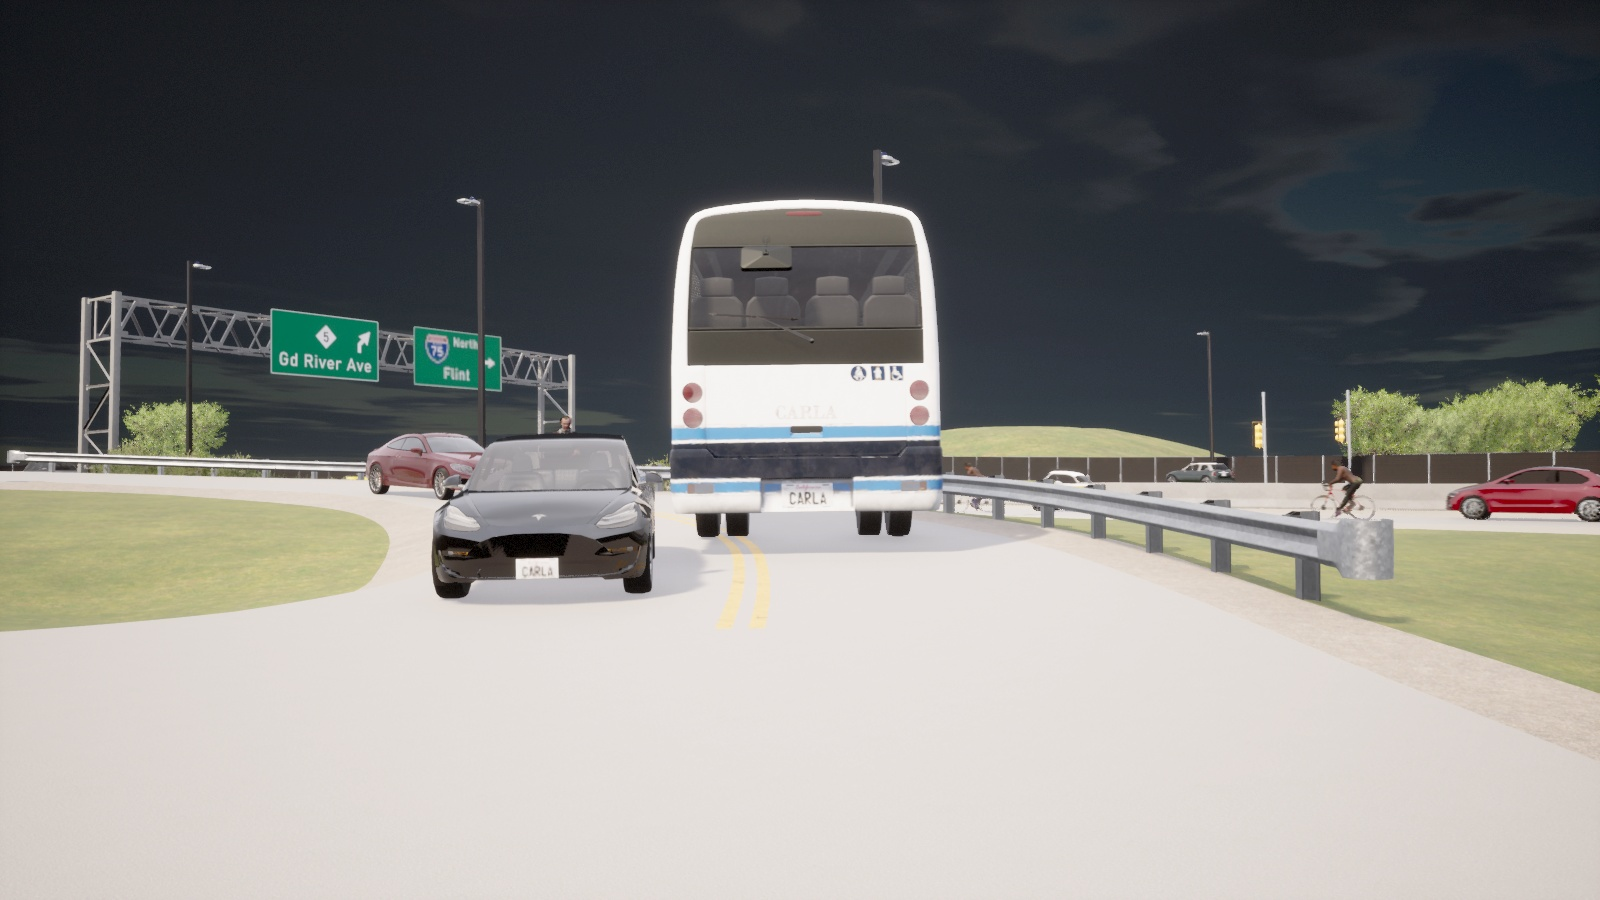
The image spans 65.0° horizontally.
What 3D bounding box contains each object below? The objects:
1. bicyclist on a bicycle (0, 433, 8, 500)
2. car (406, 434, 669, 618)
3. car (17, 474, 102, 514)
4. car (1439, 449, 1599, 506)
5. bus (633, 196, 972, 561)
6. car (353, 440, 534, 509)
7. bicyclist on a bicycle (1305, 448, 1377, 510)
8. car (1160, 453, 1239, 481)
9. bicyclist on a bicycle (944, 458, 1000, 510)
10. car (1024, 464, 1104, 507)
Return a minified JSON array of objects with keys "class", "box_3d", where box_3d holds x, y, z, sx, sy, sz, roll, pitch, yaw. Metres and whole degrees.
[{"class":"bicyclist on a bicycle","box_3d":[-19.883,0.403,29.894,0.582,1.620,1.656,0,0,35]},{"class":"car","box_3d":[-2.491,0.617,13.154,2.163,1.488,4.792,-2,1,-6]},{"class":"car","box_3d":[-35.776,2.112,60.617,4.605,1.855,1.932,-2,-2,37]},{"class":"car","box_3d":[20.048,0.772,34.497,4.193,1.474,1.816,-2,-2,35]},{"class":"bus","box_3d":[-0.044,-0.939,20.244,3.944,4.253,10.273,-2,1,-1]},{"class":"car","box_3d":[-8.143,0.505,28.431,4.674,1.442,1.812,0,1,44]},{"class":"bicyclist on a bicycle","box_3d":[14.640,0.795,33.988,1.656,1.620,0.582,-2,-2,35]},{"class":"car","box_3d":[22.197,0.934,69.883,1.970,1.475,3.806,-1,-1,-28]},{"class":"bicyclist on a bicycle","box_3d":[5.519,1.100,40.311,1.656,1.620,0.582,-2,-2,35]},{"class":"car","box_3d":[8.878,1.188,42.240,2.207,1.376,1.481,-1,-1,35]}]
